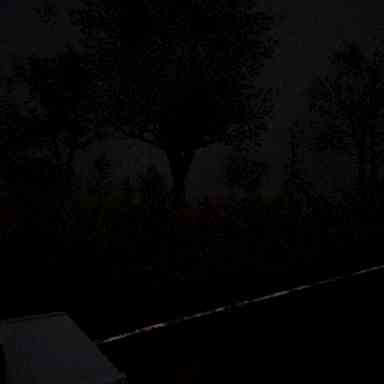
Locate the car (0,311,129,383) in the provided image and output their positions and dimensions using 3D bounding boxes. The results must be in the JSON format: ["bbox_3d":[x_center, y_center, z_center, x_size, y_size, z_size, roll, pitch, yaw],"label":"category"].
[{"bbox_3d":[-2.881,1.608,1.937,4.718,1.301,1.895,0,0,-35],"label":"car"}]
